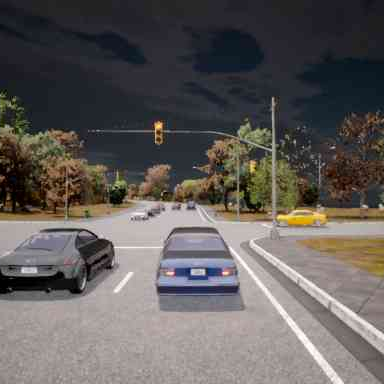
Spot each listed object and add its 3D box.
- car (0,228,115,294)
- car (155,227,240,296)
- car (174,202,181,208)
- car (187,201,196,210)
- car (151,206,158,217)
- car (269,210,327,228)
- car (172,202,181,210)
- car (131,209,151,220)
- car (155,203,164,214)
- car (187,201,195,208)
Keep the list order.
[{"bbox_3d":[-3.445,1.665,9.054,1.994,1.385,4.181,0,-1,0],"label":"car"},{"bbox_3d":[0.069,1.647,8.945,2.033,1.411,5.357,0,-1,-1],"label":"car"},{"bbox_3d":[-3.849,3.428,88.263,1.837,1.490,4.892,0,0,-4],"label":"car"},{"bbox_3d":[-0.204,3.310,77.827,2.097,1.767,4.553,0,0,0],"label":"car"},{"bbox_3d":[-7.234,3.470,55.271,1.895,1.301,4.718,0,-1,0],"label":"car"},{"bbox_3d":[9.330,2.362,29.539,5.008,1.535,1.882,0,-3,-2],"label":"car"},{"bbox_3d":[-3.706,3.485,78.287,1.812,1.442,4.674,0,0,0],"label":"car"},{"bbox_3d":[-7.227,3.145,46.251,1.812,1.442,4.674,0,-2,0],"label":"car"},{"bbox_3d":[-7.208,3.535,65.018,2.033,1.411,5.357,0,0,0],"label":"car"},{"bbox_3d":[-0.326,3.243,88.005,1.882,1.535,5.008,0,0,-4],"label":"car"}]
